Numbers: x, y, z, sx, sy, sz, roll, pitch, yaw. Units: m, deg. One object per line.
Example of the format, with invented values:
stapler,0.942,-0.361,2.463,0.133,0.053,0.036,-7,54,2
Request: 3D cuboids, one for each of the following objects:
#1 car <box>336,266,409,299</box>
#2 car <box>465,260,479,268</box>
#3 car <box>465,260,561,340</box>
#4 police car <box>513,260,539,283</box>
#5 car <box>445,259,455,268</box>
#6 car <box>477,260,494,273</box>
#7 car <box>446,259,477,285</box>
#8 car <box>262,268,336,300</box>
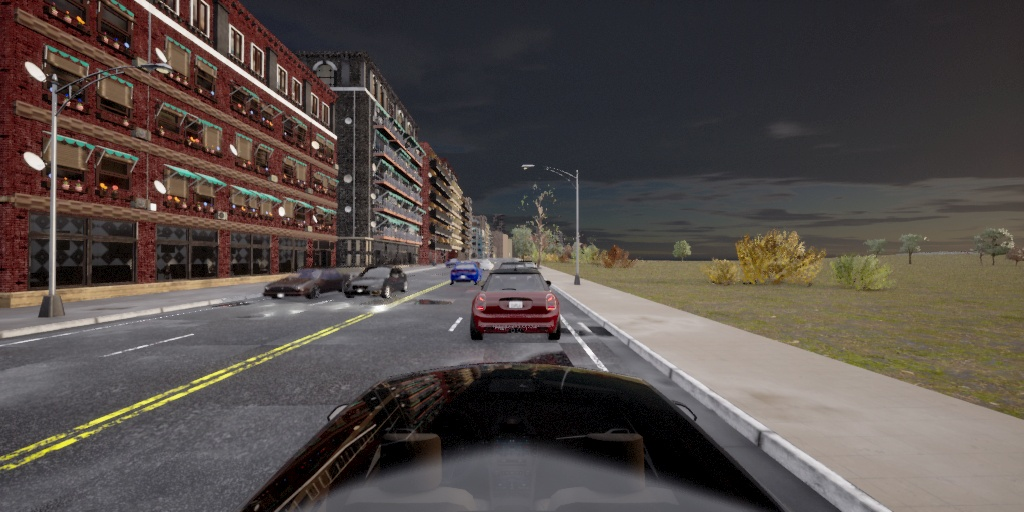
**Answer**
car,-6.636,1.257,18.047,1.837,1.490,4.892,0,0,0
car,-6.700,1.353,60.278,1.895,1.301,4.718,0,0,0
car,0.075,1.104,10.100,2.097,1.767,4.553,0,0,0
police car,1.079,1.179,29.369,1.930,1.638,5.238,0,0,0
car,-9.947,1.230,60.348,1.882,1.535,5.008,0,0,0
car,-3.241,1.279,45.072,1.812,1.442,4.674,0,0,0
car,-3.202,1.231,25.936,1.882,1.535,5.008,0,0,0
car,-9.884,1.300,17.971,2.033,1.411,5.357,0,0,0
